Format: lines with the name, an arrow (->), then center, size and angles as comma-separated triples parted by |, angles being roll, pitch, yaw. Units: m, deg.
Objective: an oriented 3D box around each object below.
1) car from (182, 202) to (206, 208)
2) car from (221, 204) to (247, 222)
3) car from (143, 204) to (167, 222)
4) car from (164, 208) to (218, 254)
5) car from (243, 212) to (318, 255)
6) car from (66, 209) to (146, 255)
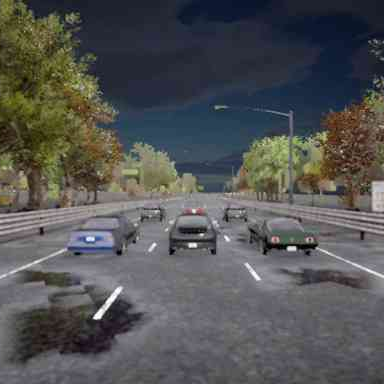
car -> 0.188, 1.615, 28.909 | 2.097, 1.767, 4.553 | 0, -1, 1
car -> 3.692, 1.760, 29.091 | 2.128, 1.511, 4.902 | 0, 0, 1
car -> -3.308, 1.760, 29.174 | 2.128, 1.511, 4.902 | 0, 0, 1
car -> 0.046, 1.640, 14.168 | 1.837, 1.490, 4.892 | 0, 0, 1
car -> 3.542, 1.731, 13.960 | 1.895, 1.301, 4.718 | 0, 0, 0
car -> -3.460, 1.677, 13.884 | 2.033, 1.411, 5.357 | 0, 0, 0
